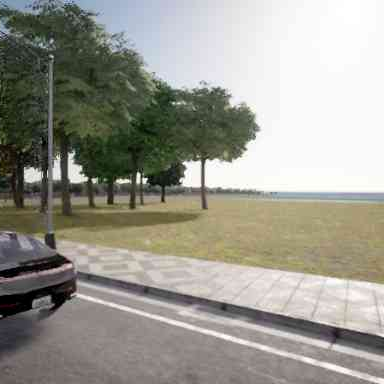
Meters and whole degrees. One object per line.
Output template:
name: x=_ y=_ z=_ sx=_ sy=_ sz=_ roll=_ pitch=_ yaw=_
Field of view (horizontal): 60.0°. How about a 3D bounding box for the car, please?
car: x=-4.338 y=1.534 z=6.654 sx=4.902 sy=1.511 sz=2.128 roll=0 pitch=0 yaw=35
